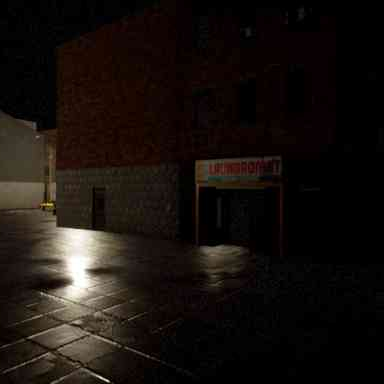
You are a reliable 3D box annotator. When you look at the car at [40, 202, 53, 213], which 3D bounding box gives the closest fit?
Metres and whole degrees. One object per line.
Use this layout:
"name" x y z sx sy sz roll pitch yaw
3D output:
"car" -14.751 1.505 37.929 1.882 1.535 5.008 0 0 36
